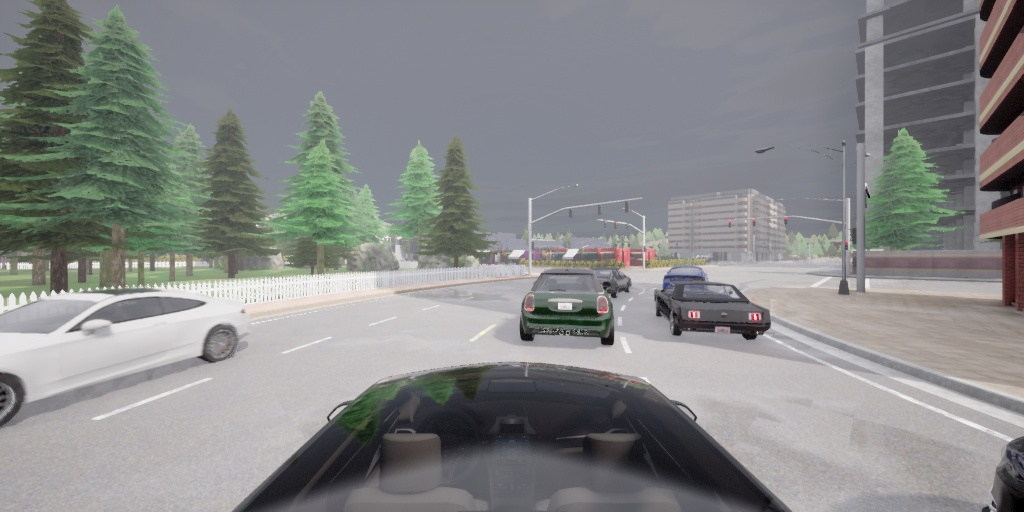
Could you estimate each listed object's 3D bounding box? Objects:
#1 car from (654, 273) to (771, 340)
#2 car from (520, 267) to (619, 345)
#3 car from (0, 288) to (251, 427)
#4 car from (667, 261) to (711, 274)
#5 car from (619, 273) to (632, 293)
[{"bbox_3d":[5.227,1.351,10.092,1.895,1.301,4.718,0,0,14],"label":"car"},{"bbox_3d":[1.598,1.102,9.792,2.097,1.767,4.553,0,0,12],"label":"car"},{"bbox_3d":[-6.519,1.276,5.588,1.812,1.442,4.674,0,0,8],"label":"car"},{"bbox_3d":[9.082,1.228,18.605,1.882,1.535,5.008,0,0,30],"label":"car"},{"bbox_3d":[4.827,1.297,18.552,2.033,1.411,5.357,0,0,29],"label":"car"}]
